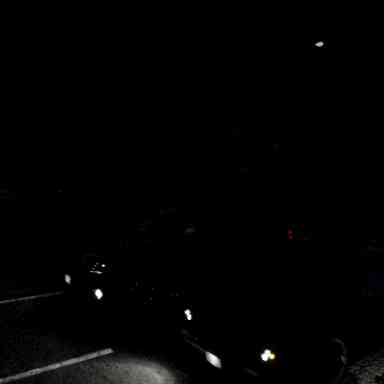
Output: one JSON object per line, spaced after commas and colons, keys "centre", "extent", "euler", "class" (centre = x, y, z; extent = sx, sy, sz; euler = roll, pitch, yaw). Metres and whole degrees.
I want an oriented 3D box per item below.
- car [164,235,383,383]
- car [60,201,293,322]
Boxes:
{"centre": [2.416, 1.578, 5.413], "extent": [5.357, 1.411, 2.033], "euler": [0, 0, -36], "class": "car"}
{"centre": [-0.008, 1.247, 7.672], "extent": [5.566, 2.045, 2.150], "euler": [0, 0, -36], "class": "car"}
